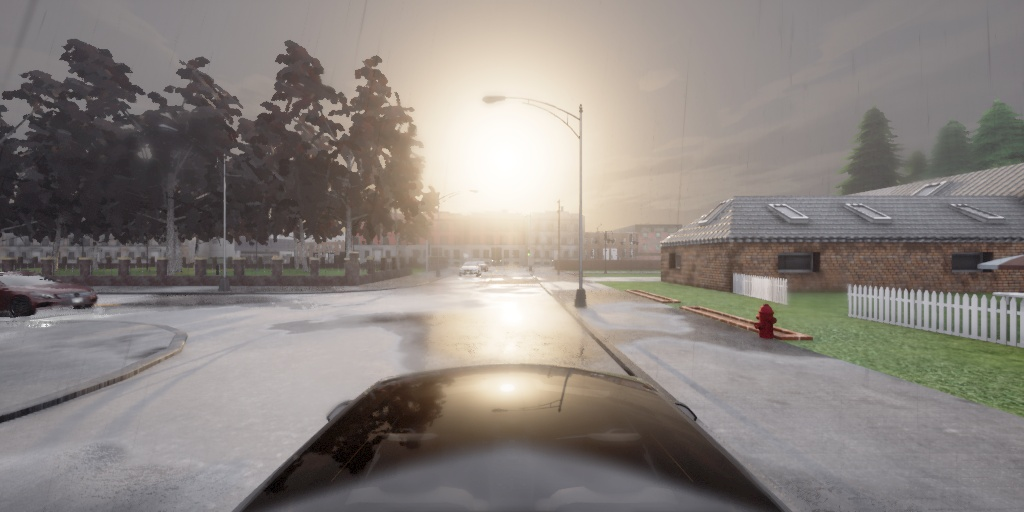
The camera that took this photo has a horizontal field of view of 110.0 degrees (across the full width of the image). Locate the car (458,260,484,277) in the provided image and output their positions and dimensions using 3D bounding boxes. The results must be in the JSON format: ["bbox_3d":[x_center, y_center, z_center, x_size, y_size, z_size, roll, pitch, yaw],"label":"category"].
[{"bbox_3d":[-4.088,1.276,35.668,1.812,1.442,4.674,0,0,0],"label":"car"}]

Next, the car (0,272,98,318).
[{"bbox_3d":[-17.454,1.276,12.485,4.674,1.442,1.812,0,0,0],"label":"car"}]

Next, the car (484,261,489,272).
[{"bbox_3d":[-4.060,1.276,45.468,1.812,1.442,4.674,0,0,0],"label":"car"}]
